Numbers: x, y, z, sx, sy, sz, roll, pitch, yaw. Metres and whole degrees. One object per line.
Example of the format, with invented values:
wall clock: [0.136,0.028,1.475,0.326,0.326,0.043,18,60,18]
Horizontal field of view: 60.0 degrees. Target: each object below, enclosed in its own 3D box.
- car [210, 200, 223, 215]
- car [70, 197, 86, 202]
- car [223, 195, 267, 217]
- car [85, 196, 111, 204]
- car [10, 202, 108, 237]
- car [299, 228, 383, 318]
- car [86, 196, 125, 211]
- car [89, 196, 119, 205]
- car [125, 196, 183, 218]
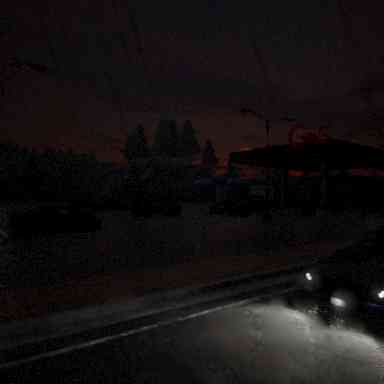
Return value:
car: [3.766,1.541,34.209,3.806,1.475,1.970,0,0,-36]
car: [-15.615,1.517,47.860,3.633,1.501,1.845,0,0,-36]
car: [5.216,1.256,31.155,3.866,1.878,1.905,0,0,-36]
car: [-18.203,1.536,64.469,4.514,1.523,2.007,0,0,-36]
car: [-7.143,1.494,17.728,4.514,1.523,2.007,0,0,-36]
car: [4.731,1.541,7.368,5.357,1.411,2.033,0,0,-35]
car: [-9.801,1.491,39.733,4.514,1.523,2.007,0,0,-36]
car: [-16.325,1.525,61.957,5.027,1.636,2.152,0,0,-36]
car: [-3.088,1.286,29.216,4.605,1.855,1.932,0,0,-36]
